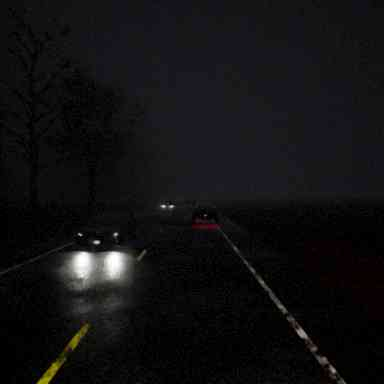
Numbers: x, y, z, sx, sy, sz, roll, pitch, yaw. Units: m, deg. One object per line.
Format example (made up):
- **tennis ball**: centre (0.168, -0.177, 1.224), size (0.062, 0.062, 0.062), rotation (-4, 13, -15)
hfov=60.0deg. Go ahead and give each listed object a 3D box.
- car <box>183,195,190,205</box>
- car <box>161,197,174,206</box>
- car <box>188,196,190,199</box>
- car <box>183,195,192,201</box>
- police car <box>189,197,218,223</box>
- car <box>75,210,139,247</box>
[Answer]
- **car**: centre (-0.663, 1.627, 61.463), size (1.895, 1.301, 4.718), rotation (0, 0, -1)
- **car**: centre (-4.137, 1.584, 56.537), size (1.994, 1.385, 4.181), rotation (0, 0, -1)
- **car**: centre (0.737, 1.533, 41.677), size (1.812, 1.442, 4.674), rotation (0, 0, -1)
- **car**: centre (-1.099, 1.446, 78.929), size (1.994, 1.385, 4.181), rotation (0, 0, -2)
- **police car**: centre (0.929, 1.424, 25.772), size (1.930, 1.638, 5.238), rotation (0, 0, -1)
- **car**: centre (-3.648, 1.545, 15.372), size (2.033, 1.411, 5.357), rotation (0, 0, 0)
